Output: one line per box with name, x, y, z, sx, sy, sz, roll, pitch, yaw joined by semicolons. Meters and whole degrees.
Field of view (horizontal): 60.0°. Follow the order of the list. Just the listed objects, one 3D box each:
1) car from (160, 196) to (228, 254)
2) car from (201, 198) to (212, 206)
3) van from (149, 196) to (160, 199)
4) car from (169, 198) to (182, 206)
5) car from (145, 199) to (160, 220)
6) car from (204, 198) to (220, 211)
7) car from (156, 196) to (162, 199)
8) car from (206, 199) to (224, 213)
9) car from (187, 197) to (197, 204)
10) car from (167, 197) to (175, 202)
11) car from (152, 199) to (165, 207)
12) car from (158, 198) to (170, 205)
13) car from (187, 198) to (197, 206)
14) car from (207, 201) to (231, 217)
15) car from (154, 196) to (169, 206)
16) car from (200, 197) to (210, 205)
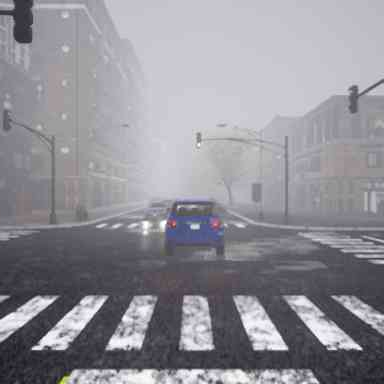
car;0.100;1.276;13.899;2.150;2.045;5.566;0;0;0
car;2.688;1.858;62.549;2.008;1.369;4.403;0;0;0
van;-5.693;1.583;51.158;1.690;1.788;3.998;0;0;0
car;-3.011;1.791;61.088;2.128;1.511;4.902;0;0;0
car;-3.067;1.655;29.671;1.812;1.442;4.674;0;0;-1
car;2.688;1.651;45.459;1.967;1.590;4.097;0;0;0
car;-3.084;1.697;42.222;1.837;1.490;4.892;0;0;0
car;2.689;1.622;39.763;1.967;1.590;4.097;0;0;0
car;-0.001;1.797;71.255;2.128;1.511;4.902;0;0;0
car;-5.694;2.013;90.865;1.752;1.417;4.829;0;0;0
car;-5.693;1.856;56.854;1.802;1.307;4.206;0;0;0
car;-5.693;1.908;68.248;1.947;1.339;4.313;0;0;0
car;0.000;1.825;61.248;1.812;1.442;4.674;0;0;0
car;2.689;1.703;34.066;2.008;1.369;4.403;0;0;0
car;-5.693;1.622;62.552;2.192;1.841;5.009;0;0;0
car;2.687;1.782;68.247;1.967;1.590;4.097;0;0;0
